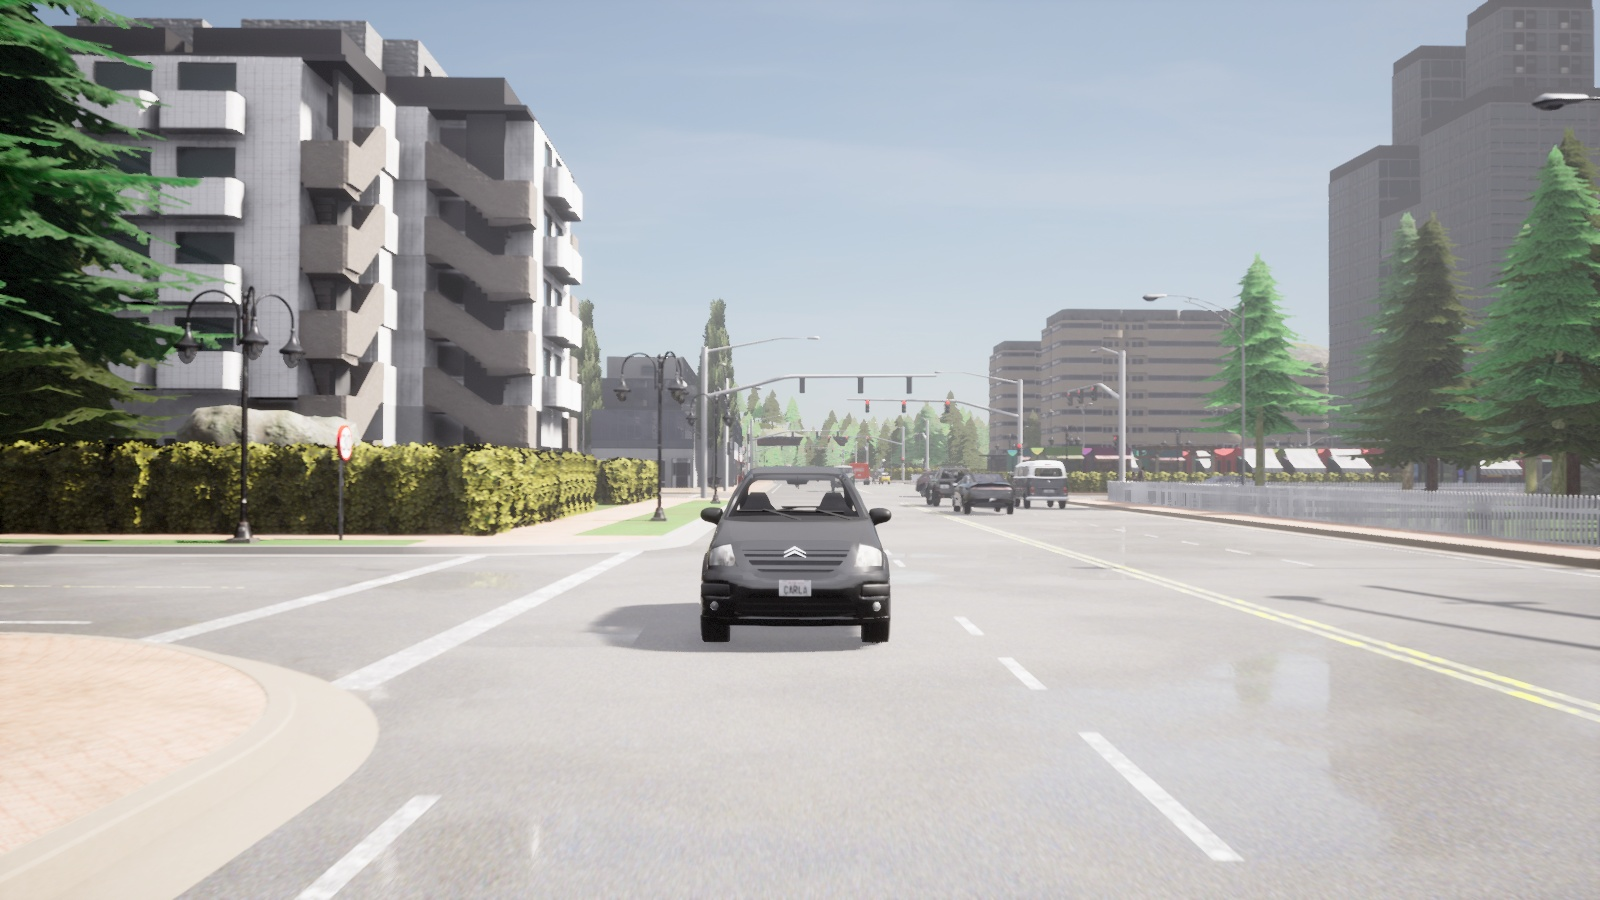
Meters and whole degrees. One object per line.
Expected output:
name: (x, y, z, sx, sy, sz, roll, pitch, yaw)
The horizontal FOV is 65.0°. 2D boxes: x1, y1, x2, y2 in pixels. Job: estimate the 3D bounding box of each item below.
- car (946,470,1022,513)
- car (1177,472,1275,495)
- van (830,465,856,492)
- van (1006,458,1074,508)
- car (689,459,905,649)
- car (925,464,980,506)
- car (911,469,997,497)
car: (6.884, 1.536, 47.399, 2.128, 1.511, 4.902, 0, -1, 0)
car: (26.208, 2.053, 77.415, 5.357, 1.411, 2.033, 0, -1, -1)
van: (3.265, 2.157, 95.724, 1.775, 1.987, 4.442, 0, -1, 0)
van: (10.366, 1.409, 54.479, 2.069, 2.038, 4.480, 0, -1, 0)
car: (-0.032, 0.926, 12.750, 1.851, 1.617, 3.988, 0, -1, 0)
car: (6.859, 1.559, 57.066, 1.932, 1.855, 4.605, 0, -1, 0)
car: (9.309, 1.983, 76.186, 4.856, 1.649, 2.033, -1, -1, 40)
